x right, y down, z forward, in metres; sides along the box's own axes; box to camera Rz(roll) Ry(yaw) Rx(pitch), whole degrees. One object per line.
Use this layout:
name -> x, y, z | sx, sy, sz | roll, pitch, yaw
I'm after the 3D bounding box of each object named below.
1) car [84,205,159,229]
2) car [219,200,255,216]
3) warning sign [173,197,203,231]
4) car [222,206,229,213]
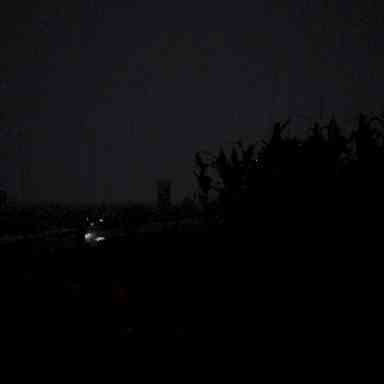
car -> -4.520, 1.596, 22.359 | 2.033, 1.411, 5.357 | 1, 0, 35
car -> 4.948, 1.642, 35.832 | 1.812, 1.442, 4.674 | 1, 0, 35
warning sign -> -0.236, 1.216, 19.224 | 1.300, 1.860, 1.060 | 1, 1, 35
car -> 4.623, 1.618, 30.240 | 2.128, 1.511, 4.902 | 1, 0, 35
